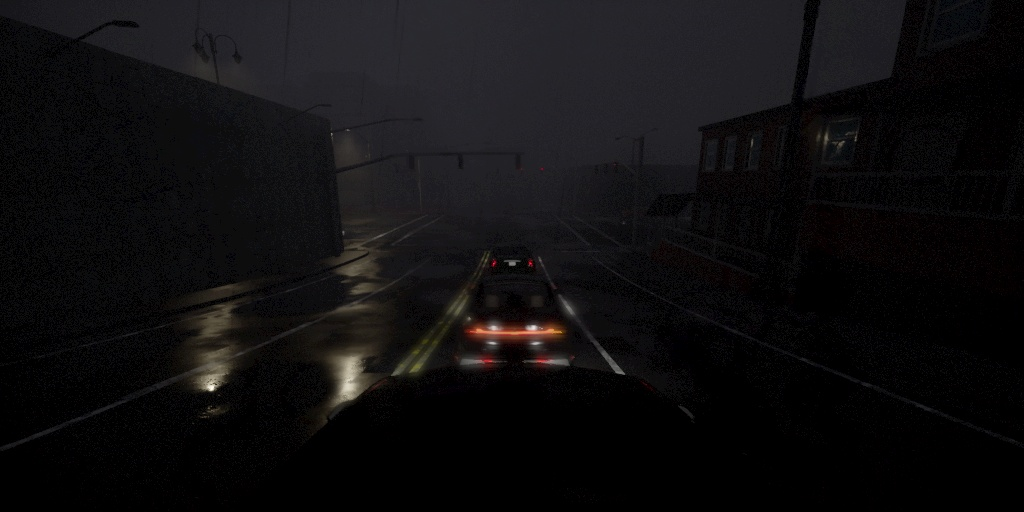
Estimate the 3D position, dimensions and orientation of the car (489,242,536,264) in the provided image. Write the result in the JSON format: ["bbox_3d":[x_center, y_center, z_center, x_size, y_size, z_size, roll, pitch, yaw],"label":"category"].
[{"bbox_3d":[0.021,0.086,17.436,2.097,1.767,4.553,0,7,0],"label":"car"}]

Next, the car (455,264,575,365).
[{"bbox_3d":[0.055,1.122,7.185,1.837,1.490,4.892,0,2,0],"label":"car"}]

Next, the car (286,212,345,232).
[{"bbox_3d":[-19.484,-3.411,35.719,4.553,1.767,2.097,0,12,0],"label":"car"}]

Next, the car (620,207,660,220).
[{"bbox_3d":[16.457,-5.546,46.044,5.008,1.535,1.882,0,12,0],"label":"car"}]
